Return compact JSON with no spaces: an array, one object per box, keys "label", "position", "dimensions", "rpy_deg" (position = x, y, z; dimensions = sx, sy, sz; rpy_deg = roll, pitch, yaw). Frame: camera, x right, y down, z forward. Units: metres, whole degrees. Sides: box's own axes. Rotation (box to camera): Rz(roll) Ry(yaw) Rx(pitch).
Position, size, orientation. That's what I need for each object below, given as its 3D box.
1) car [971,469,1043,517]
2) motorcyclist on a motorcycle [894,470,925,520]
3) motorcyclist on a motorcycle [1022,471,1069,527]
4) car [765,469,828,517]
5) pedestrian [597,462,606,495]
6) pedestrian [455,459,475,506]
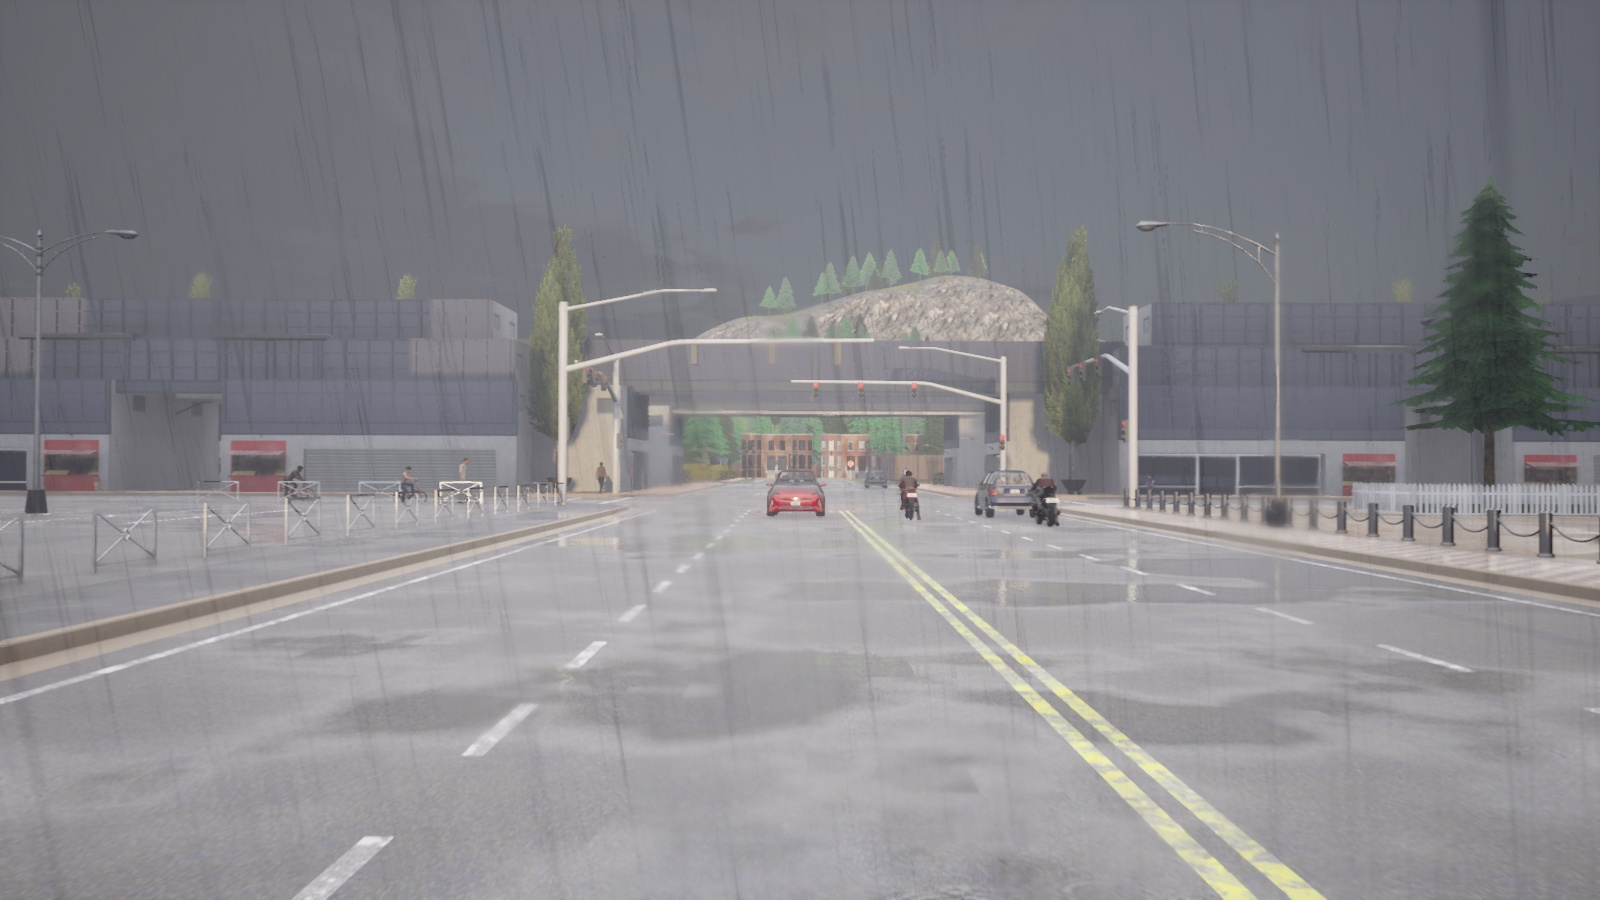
[{"label":"car","position":[6.899,1.404,42.164],"dimensions":[1.789,1.549,3.705],"rpy_deg":[0,-1,0]},{"label":"motorcyclist on a motorcycle","position":[3.395,1.375,39.105],"dimensions":[0.797,1.523,2.044],"rpy_deg":[0,-1,0]},{"label":"motorcyclist on a motorcycle","position":[6.915,1.359,35.497],"dimensions":[0.866,1.530,2.191],"rpy_deg":[0,-1,0]},{"label":"car","position":[-0.109,1.402,42.310],"dimensions":[2.007,1.525,4.514],"rpy_deg":[0,-1,0]},{"label":"pedestrian","position":[-11.082,1.581,70.158],"dimensions":[0.328,1.805,0.869],"rpy_deg":[0,-1,0]},{"label":"pedestrian","position":[-13.268,1.279,49.729],"dimensions":[0.706,1.836,0.354],"rpy_deg":[0,-1,-1]}]
